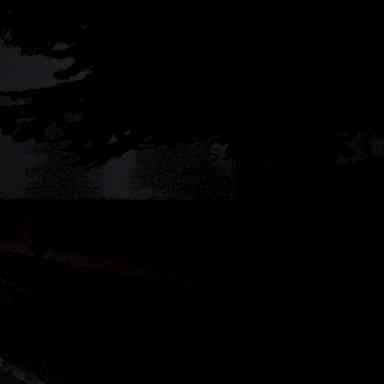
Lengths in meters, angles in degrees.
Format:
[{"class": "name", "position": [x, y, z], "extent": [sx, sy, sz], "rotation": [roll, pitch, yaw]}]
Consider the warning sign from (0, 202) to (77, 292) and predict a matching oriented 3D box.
[{"class": "warning sign", "position": [-3.620, 1.194, 7.898], "extent": [1.060, 1.860, 1.300], "rotation": [-1, 0, 37]}]
